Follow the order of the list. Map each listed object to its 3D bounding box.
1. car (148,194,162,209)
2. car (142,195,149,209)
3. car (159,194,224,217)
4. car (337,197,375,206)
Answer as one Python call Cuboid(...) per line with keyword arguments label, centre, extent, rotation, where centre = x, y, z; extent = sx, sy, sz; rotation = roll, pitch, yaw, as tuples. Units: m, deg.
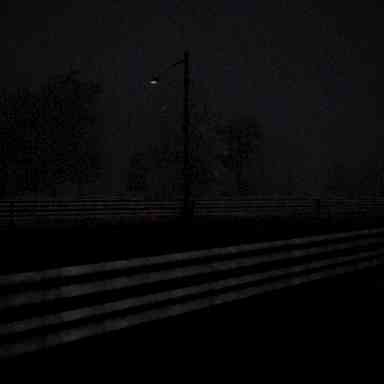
Cuboid(label="car", centre=(-1.148, 1.182, 29.666), extent=(4.674, 1.442, 1.812), rotation=(0, 0, -22))
Cuboid(label="car", centre=(-2.597, 1.008, 32.849), extent=(4.553, 1.767, 2.097), rotation=(0, 0, -22))
Cuboid(label="car", centre=(0.276, 1.148, 26.446), extent=(4.902, 1.511, 2.128), rotation=(0, 0, -22))
Cuboid(label="car", centre=(18.404, 1.273, 37.362), extent=(4.181, 1.385, 1.994), rotation=(0, 0, -20))
